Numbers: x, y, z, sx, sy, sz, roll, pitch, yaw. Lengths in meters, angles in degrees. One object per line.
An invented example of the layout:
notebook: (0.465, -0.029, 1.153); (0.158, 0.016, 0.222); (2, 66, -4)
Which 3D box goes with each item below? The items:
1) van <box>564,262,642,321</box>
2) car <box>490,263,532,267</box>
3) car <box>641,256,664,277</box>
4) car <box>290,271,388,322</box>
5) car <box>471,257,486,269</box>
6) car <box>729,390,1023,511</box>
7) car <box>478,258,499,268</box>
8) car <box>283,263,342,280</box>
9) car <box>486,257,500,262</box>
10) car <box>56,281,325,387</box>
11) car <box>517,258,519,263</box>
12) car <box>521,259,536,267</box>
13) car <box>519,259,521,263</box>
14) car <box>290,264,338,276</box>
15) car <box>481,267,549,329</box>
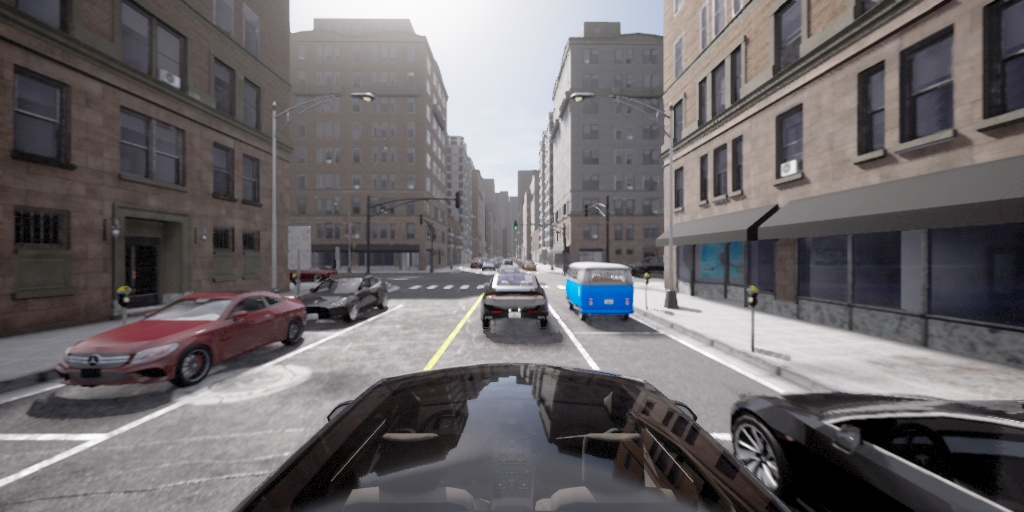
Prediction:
van: (2.851, 1.121, 12.385); (1.690, 1.789, 3.998); (0, 0, 0)
car: (-0.215, 1.357, 22.860); (2.033, 1.411, 5.357); (0, 0, -4)
car: (14.161, 1.060, 35.776); (5.566, 2.045, 2.150); (0, 0, -1)
car: (-5.674, 1.346, 12.371); (1.948, 1.339, 4.313); (0, 0, 0)
car: (-6.056, 1.224, 62.505); (2.192, 1.841, 5.009); (0, 0, -1)
car: (2.857, 1.315, 1.488); (1.948, 1.339, 4.313); (0, 0, 0)
car: (-3.333, 1.432, 51.916); (2.033, 1.411, 5.357); (0, 0, -1)
car: (-17.701, 1.378, 31.939); (4.181, 1.385, 1.994); (0, 0, -1)
car: (-3.435, 1.412, 61.615); (1.837, 1.490, 4.892); (0, 0, -1)
car: (-5.670, 1.347, 6.920); (1.802, 1.307, 4.207); (0, 0, 0)
car: (2.468, 1.460, 62.625); (2.007, 1.370, 4.403); (0, 0, -1)
car: (2.623, 1.409, 51.744); (1.751, 1.417, 4.829); (0, 0, -1)
car: (2.547, 1.337, 57.100); (1.967, 1.591, 4.097); (0, 0, -1)
car: (-16.613, 1.417, 28.691); (4.718, 1.301, 1.895); (0, 0, -1)
car: (0.081, 1.268, 11.394); (2.128, 1.511, 4.902); (0, 0, 0)
